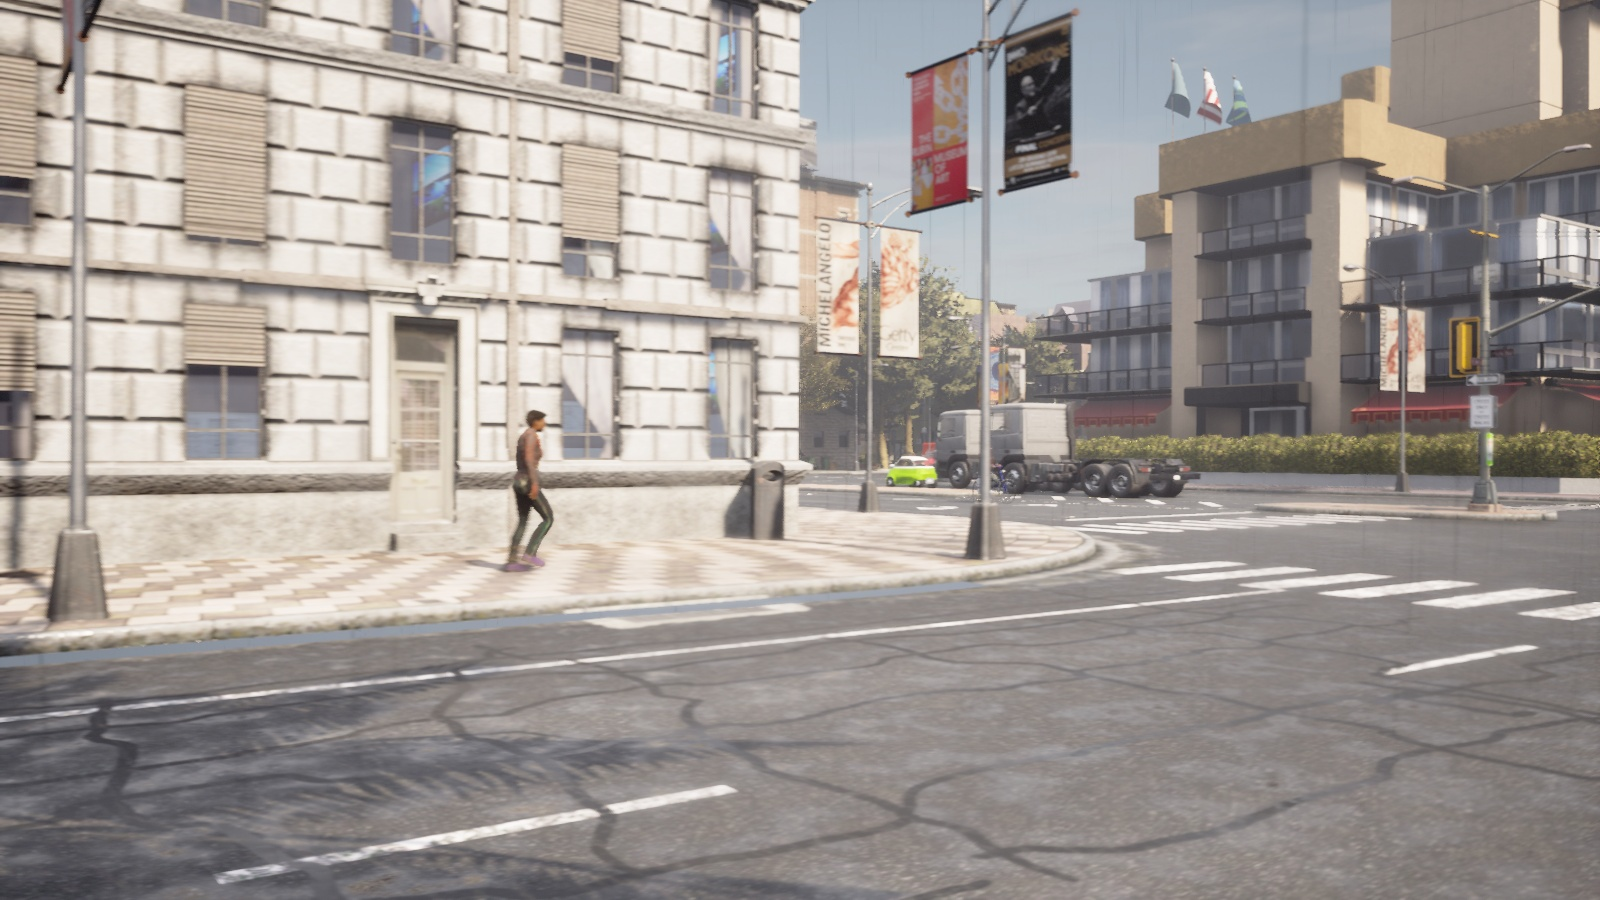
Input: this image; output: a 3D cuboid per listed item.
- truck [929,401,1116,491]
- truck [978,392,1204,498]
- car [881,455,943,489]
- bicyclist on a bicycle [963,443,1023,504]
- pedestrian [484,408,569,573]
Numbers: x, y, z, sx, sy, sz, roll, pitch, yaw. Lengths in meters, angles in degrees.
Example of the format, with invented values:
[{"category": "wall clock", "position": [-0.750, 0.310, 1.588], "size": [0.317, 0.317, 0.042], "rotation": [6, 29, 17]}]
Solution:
[{"category": "truck", "position": [9.108, -0.128, 52.452], "size": [2.891, 3.462, 7.936], "rotation": [0, 0, -35]}, {"category": "truck", "position": [10.176, -0.149, 44.892], "size": [2.891, 3.462, 7.936], "rotation": [0, 0, -35]}, {"category": "car", "position": [4.678, 0.919, 52.649], "size": [1.481, 1.376, 2.207], "rotation": [0, 0, -35]}, {"category": "bicyclist on a bicycle", "position": [5.717, 0.695, 37.348], "size": [0.659, 1.776, 1.843], "rotation": [0, 0, -35]}, {"category": "pedestrian", "position": [-3.054, 0.442, 14.035], "size": [0.869, 1.805, 0.328], "rotation": [0, 0, -28]}]
